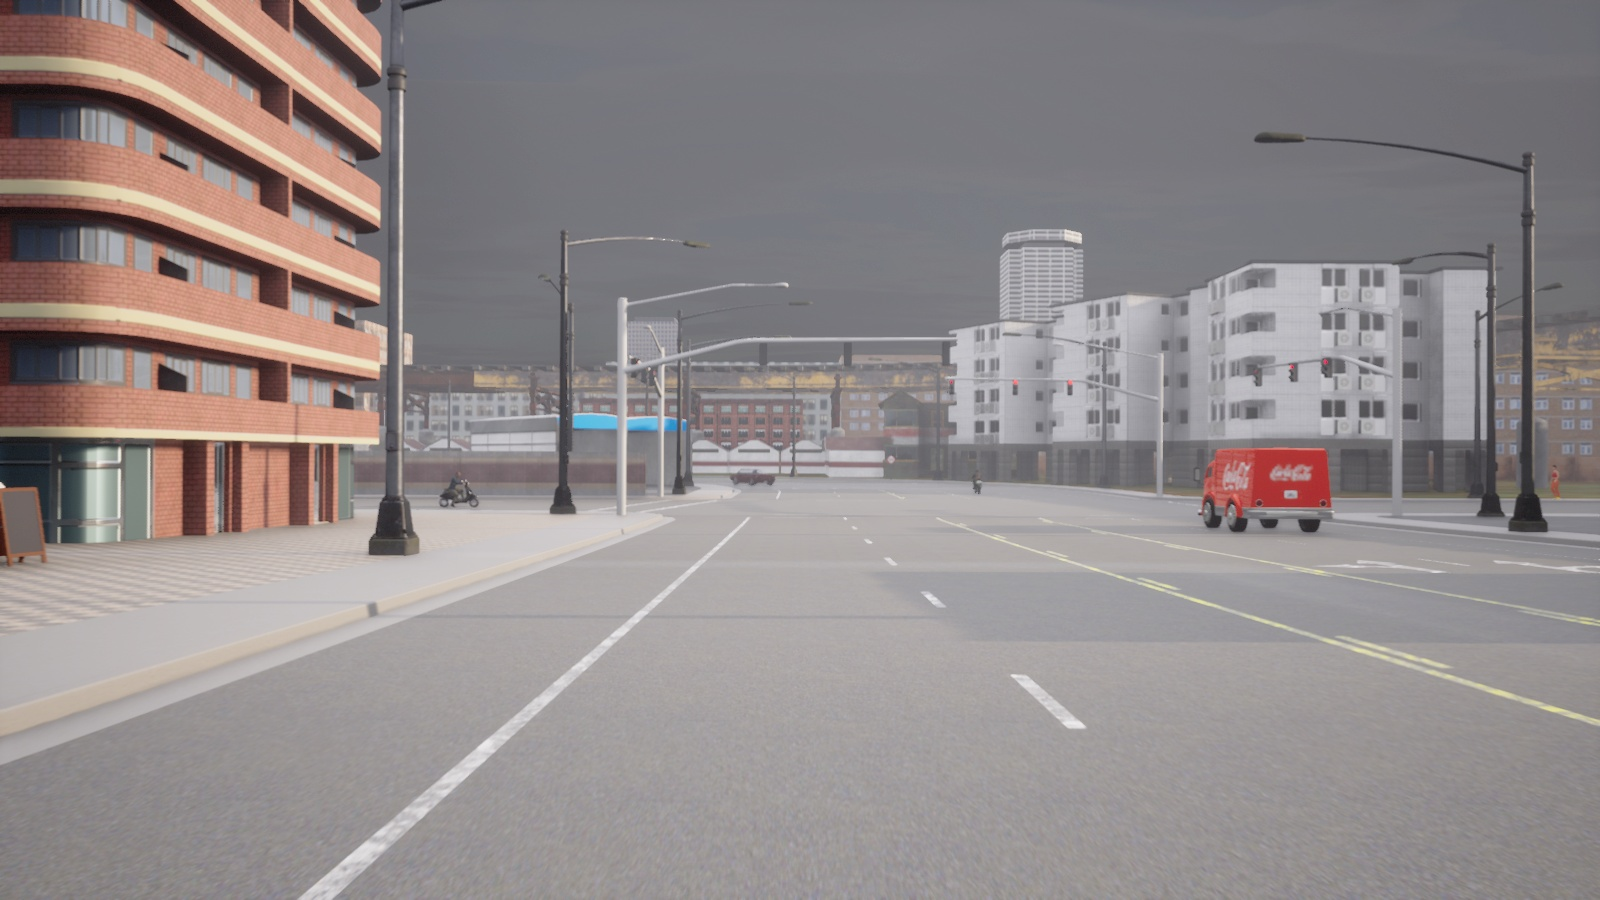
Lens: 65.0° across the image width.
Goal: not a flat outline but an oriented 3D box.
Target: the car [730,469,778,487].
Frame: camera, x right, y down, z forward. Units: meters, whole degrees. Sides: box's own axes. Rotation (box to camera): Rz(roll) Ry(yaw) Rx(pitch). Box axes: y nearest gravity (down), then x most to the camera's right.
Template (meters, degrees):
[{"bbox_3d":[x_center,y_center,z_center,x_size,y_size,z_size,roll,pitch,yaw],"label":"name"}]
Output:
[{"bbox_3d":[-3.646,2.183,98.184,1.895,1.301,4.718,0,0,-28],"label":"car"}]

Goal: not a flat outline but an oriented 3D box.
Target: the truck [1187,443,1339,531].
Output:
[{"bbox_3d":[13.922,1.095,38.173,2.627,2.467,5.204,0,-1,0],"label":"truck"}]

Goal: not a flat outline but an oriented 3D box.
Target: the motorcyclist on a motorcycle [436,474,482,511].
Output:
[{"bbox_3d":[-15.005,1.871,55.241,1.817,1.590,0.866,0,0,-3],"label":"motorcyclist on a motorcycle"}]

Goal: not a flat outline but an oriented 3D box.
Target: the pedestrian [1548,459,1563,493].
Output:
[{"bbox_3d":[40.685,1.409,67.669,0.594,1.836,0.345,0,0,-4],"label":"pedestrian"}]
